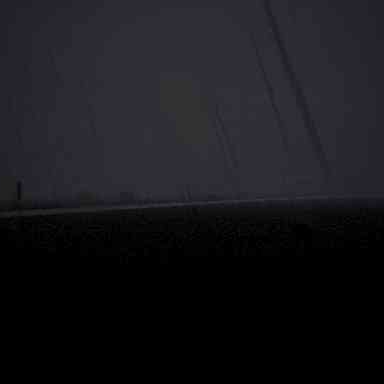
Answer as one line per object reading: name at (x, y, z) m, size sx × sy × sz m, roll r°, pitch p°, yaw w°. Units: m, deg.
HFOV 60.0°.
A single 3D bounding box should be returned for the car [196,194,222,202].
car at (3.107, 1.107, 59.250) m, size 2.033 × 1.411 × 5.357 m, roll 1°, pitch 1°, yaw 42°
